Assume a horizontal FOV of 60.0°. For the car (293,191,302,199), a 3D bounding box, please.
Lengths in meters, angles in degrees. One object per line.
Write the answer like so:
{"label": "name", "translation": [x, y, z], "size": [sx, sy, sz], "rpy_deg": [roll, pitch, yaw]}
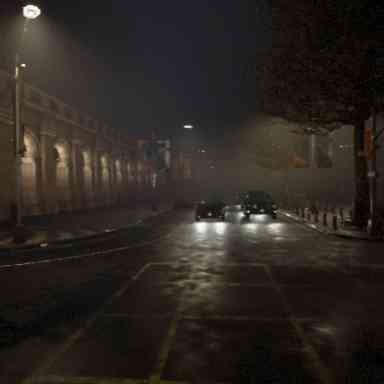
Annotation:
{"label": "car", "translation": [20.220, 0.622, 62.522], "size": [1.812, 1.442, 4.674], "rpy_deg": [0, 1, 5]}

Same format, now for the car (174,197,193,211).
{"label": "car", "translation": [-0.742, 1.199, 35.133], "size": [1.895, 1.301, 4.718], "rpy_deg": [0, 1, 5]}

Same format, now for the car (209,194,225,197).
{"label": "car", "translation": [2.307, 1.162, 33.168], "size": [1.994, 1.385, 4.181], "rpy_deg": [0, 1, 6]}

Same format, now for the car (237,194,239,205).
{"label": "car", "translation": [6.024, 1.142, 35.040], "size": [1.895, 1.301, 4.718], "rpy_deg": [0, 1, 6]}

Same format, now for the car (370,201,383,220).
{"label": "car", "translation": [12.845, 1.197, 21.281], "size": [1.994, 1.385, 4.181], "rpy_deg": [0, 1, 5]}

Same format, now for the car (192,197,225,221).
{"label": "car", "translation": [1.363, 1.275, 23.923], "size": [1.994, 1.385, 4.181], "rpy_deg": [0, 1, 6]}

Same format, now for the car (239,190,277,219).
{"label": "car", "translation": [5.010, 0.883, 25.289], "size": [2.150, 2.045, 5.566], "rpy_deg": [0, 1, 5]}

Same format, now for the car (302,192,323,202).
{"label": "car", "translation": [19.264, 0.782, 52.570], "size": [1.994, 1.385, 4.181], "rpy_deg": [0, 1, 5]}
